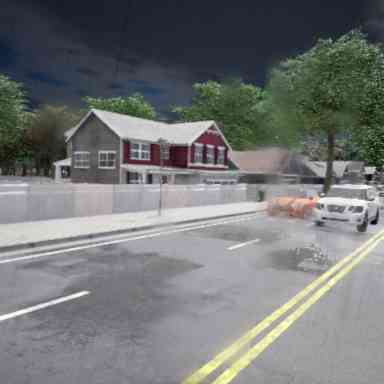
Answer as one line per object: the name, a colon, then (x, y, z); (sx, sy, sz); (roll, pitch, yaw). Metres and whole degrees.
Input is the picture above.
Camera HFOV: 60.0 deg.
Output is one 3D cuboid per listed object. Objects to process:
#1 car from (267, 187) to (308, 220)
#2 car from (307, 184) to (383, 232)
car: (6.299, 0.589, 19.967); (2.097, 1.767, 4.553); (4, 3, 37)
car: (7.901, 0.664, 16.691); (2.150, 2.045, 5.566); (4, 3, 37)
